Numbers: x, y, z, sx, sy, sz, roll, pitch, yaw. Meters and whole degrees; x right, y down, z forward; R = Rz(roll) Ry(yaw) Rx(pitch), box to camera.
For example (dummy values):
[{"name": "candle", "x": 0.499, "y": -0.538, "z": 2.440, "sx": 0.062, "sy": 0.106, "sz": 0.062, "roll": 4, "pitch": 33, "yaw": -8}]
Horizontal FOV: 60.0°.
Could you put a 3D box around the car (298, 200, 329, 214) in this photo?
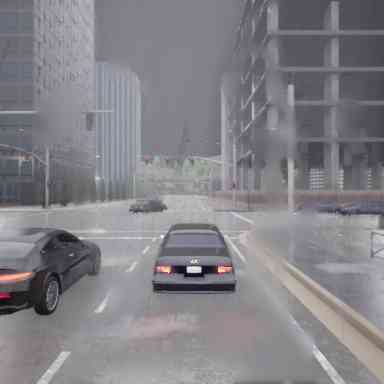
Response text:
[{"name": "car", "x": 12.969, "y": 1.508, "z": 33.733, "sx": 4.181, "sy": 1.385, "sz": 1.994, "roll": 0, "pitch": 0, "yaw": 0}]

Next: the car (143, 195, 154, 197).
[{"name": "car", "x": -7.206, "y": 1.564, "z": 49.195, "sx": 1.994, "sy": 1.385, "sz": 4.181, "roll": 0, "pitch": 0, "yaw": 0}]

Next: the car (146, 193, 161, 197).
[{"name": "car", "x": -7.207, "y": 1.221, "z": 58.513, "sx": 2.150, "sy": 2.045, "sz": 5.566, "roll": 0, "pitch": 0, "yaw": 0}]

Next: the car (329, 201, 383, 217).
[{"name": "car", "x": 15.837, "y": 1.492, "z": 30.250, "sx": 5.357, "sy": 1.411, "sz": 2.033, "roll": 0, "pitch": 0, "yaw": 0}]

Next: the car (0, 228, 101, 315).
[{"name": "car", "x": -3.456, "y": 1.526, "z": 7.419, "sx": 1.812, "sy": 1.442, "sz": 4.674, "roll": 0, "pitch": 0, "yaw": 0}]

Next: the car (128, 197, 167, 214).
[{"name": "car", "x": -4.519, "y": 1.519, "z": 34.597, "sx": 2.033, "sy": 1.411, "sz": 5.357, "roll": 0, "pitch": 0, "yaw": 22}]

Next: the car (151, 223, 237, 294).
[{"name": "car", "x": 0.051, "y": 1.547, "z": 8.937, "sx": 2.033, "sy": 1.411, "sz": 5.357, "roll": 0, "pitch": 0, "yaw": 0}]
